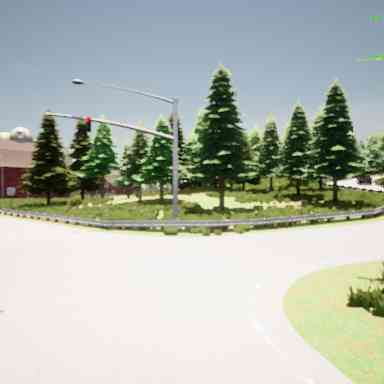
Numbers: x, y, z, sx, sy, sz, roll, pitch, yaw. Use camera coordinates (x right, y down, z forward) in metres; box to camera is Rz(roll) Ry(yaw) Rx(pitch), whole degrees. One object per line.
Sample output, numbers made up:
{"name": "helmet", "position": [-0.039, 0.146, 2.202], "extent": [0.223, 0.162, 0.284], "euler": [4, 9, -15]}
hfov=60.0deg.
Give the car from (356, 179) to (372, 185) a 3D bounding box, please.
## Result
{"name": "car", "position": [27.445, -1.967, 53.156], "extent": [1.837, 1.490, 4.892], "euler": [0, 5, 19]}
